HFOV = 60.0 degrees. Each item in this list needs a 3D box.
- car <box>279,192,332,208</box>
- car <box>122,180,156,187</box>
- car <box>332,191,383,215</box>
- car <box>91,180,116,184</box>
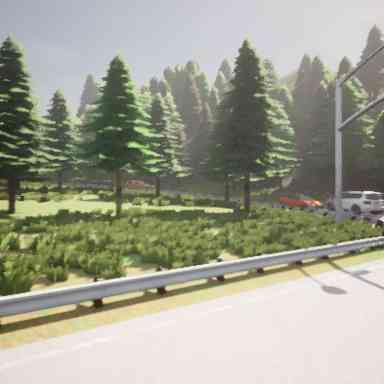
[{"bbox_3d":[10.315,0.945,31.226,2.097,1.767,4.553,0,3,-26],"label":"car"},{"bbox_3d":[-6.793,-0.704,43.297,5.008,1.535,1.882,5,0,8],"label":"car"},{"bbox_3d":[14.443,0.944,29.832,2.150,2.045,5.566,0,2,-16],"label":"car"},{"bbox_3d":[-12.144,-1.075,47.738,4.718,1.301,1.895,5,1,14],"label":"car"}]
